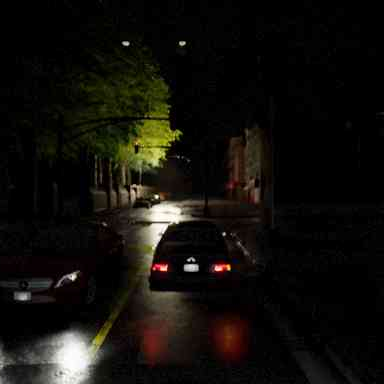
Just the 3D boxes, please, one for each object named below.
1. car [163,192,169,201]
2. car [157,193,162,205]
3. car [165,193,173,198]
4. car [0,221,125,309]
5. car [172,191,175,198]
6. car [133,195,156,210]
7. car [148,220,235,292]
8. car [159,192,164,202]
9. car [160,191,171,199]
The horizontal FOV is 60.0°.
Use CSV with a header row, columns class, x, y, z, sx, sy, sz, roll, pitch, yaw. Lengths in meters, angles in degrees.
class,x,y,z,sx,sy,sz,roll,pitch,yaw
car,-5.845,1.110,61.478,1.802,1.307,4.206,1,0,-1
car,-5.667,1.186,45.128,2.008,1.369,4.403,1,0,-1
car,-6.138,0.927,88.557,1.752,1.417,4.829,1,0,-1
car,-2.803,1.456,7.857,1.812,1.442,4.674,0,0,0
car,-6.079,0.861,83.276,1.967,1.590,4.097,1,0,-1
car,-5.617,1.239,37.993,2.008,1.369,4.403,1,0,-1
car,-0.004,1.470,8.849,2.033,1.411,5.357,0,0,0
car,-5.726,1.163,50.578,1.947,1.339,4.313,1,0,-1
car,-5.898,0.813,66.926,2.192,1.841,5.009,1,0,-1
